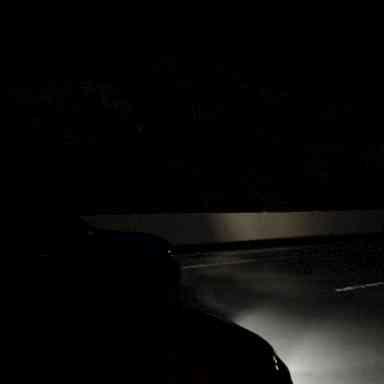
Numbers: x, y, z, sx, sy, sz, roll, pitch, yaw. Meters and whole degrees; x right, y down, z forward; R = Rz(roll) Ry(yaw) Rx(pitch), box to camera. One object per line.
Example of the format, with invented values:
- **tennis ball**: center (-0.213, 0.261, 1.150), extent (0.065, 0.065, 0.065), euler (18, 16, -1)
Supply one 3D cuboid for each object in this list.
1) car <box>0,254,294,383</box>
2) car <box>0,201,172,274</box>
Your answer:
- **car**: center (-1.127, 1.544, 2.619), extent (4.181, 1.385, 1.994), euler (0, 0, -34)
- **car**: center (-2.925, 1.176, 5.827), extent (5.566, 2.045, 2.150), euler (1, 0, -33)
